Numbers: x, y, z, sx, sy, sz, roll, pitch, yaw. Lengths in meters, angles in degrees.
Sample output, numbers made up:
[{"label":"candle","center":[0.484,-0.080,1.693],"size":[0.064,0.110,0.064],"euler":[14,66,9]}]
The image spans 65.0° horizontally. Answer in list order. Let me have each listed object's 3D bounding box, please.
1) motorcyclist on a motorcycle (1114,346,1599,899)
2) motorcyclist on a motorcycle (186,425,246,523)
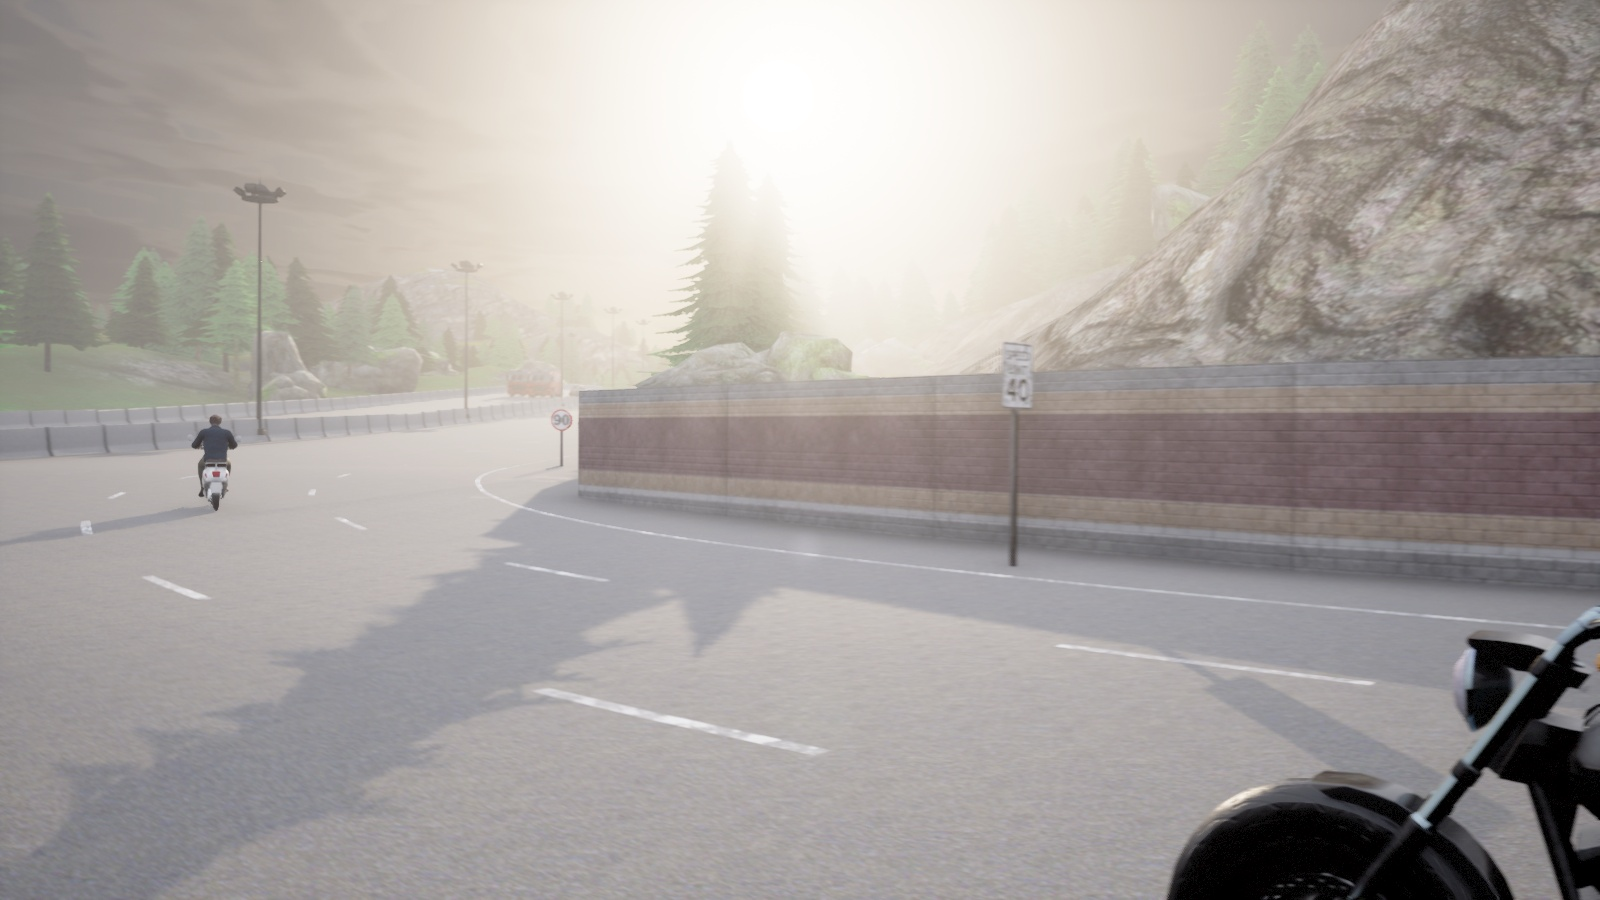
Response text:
[{"label":"motorcyclist on a motorcycle","center":[1.869,0.640,2.368],"size":[2.350,1.649,0.766],"euler":[0,0,34]},{"label":"motorcyclist on a motorcycle","center":[-9.962,0.369,21.390],"size":[0.866,1.590,1.817],"euler":[-1,1,-27]}]
